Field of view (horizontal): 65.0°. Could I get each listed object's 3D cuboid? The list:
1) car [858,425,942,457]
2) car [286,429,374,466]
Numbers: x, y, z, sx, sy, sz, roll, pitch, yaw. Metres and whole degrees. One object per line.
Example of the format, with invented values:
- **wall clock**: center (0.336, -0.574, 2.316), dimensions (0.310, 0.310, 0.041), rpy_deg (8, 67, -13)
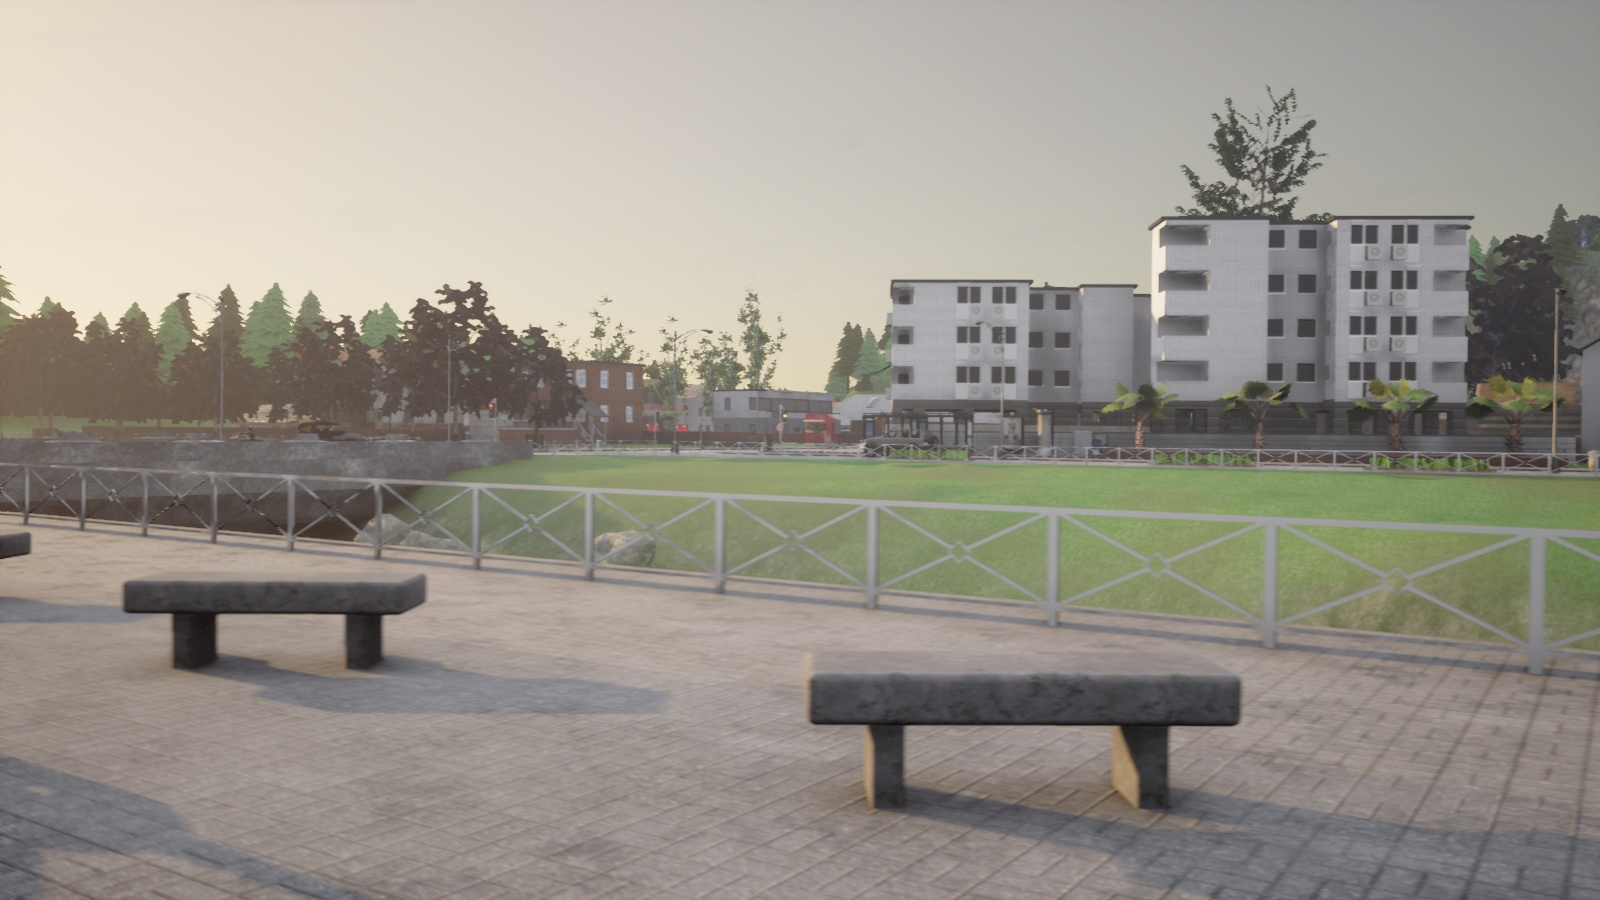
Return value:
- **car**: center (5.916, -0.520, 74.374), dimensions (4.605, 1.855, 1.932), rpy_deg (0, 1, 34)
- **car**: center (-24.501, -0.145, 65.566), dimensions (1.905, 1.878, 3.866), rpy_deg (0, 1, 33)
